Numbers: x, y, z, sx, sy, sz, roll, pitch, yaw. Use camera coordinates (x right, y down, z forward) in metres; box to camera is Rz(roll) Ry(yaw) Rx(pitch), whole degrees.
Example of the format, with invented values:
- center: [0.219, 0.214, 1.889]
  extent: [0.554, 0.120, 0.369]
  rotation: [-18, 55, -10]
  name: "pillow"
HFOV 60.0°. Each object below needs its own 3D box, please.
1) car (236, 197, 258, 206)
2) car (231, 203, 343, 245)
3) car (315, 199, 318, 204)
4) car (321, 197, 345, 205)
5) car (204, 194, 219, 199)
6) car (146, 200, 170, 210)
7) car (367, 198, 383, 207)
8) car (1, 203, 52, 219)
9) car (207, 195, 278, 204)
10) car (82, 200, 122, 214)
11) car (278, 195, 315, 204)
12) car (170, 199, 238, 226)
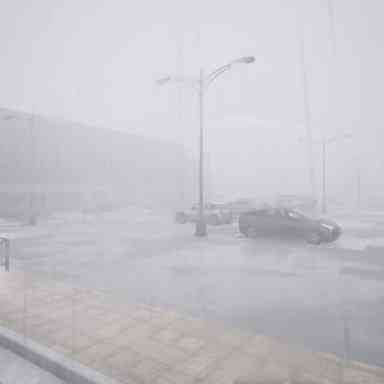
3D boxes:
- center: [10.053, 1.668, 60.520]
  extent: [2.128, 1.511, 4.902]
  rotation: [0, 0, 35]
  name: "car"
- center: [4.403, 1.490, 15.364]
  extent: [4.514, 1.523, 2.007]
  rotation: [0, 0, 35]
  name: "car"
- center: [12.916, 1.289, 40.913]
  extent: [4.605, 1.855, 1.932]
  rotation: [0, 0, 35]
  name: "car"
- center: [23.748, 1.565, 56.014]
  extent: [3.633, 1.501, 1.845]
  rotation: [0, 0, 35]
  name: "car"
- center: [3.921, 1.398, 51.818]
  extent: [2.150, 2.045, 5.566]
  rotation: [0, 0, 35]
  name: "car"
- center: [-4.487, 1.740, 46.313]
  extent: [1.994, 1.385, 4.181]
  rotation: [0, 0, 36]
  name: "car"
- center: [28.091, 1.576, 49.298]
  extent: [3.806, 1.475, 1.970]
  rotation: [0, 0, 35]
  name: "car"
- center: [-15.346, 1.740, 30.977]
  extent: [1.994, 1.385, 4.181]
  rotation: [0, 0, 35]
  name: "car"
- center: [4.196, 1.345, 27.851]
  extent: [5.027, 1.636, 2.152]
  rotation: [0, 0, 35]
  name: "car"
- center: [-10.269, 1.681, 38.161]
  extent: [1.837, 1.490, 4.892]
  rotation: [0, 0, 35]
  name: "car"
- center: [11.577, 1.269, 38.302]
  extent: [3.866, 1.878, 1.905]
  rotation: [0, 0, 35]
  name: "car"
- center: [0.758, 1.424, 22.422]
  extent: [3.806, 1.475, 1.970]
  rotation: [0, 0, 35]
  name: "car"
